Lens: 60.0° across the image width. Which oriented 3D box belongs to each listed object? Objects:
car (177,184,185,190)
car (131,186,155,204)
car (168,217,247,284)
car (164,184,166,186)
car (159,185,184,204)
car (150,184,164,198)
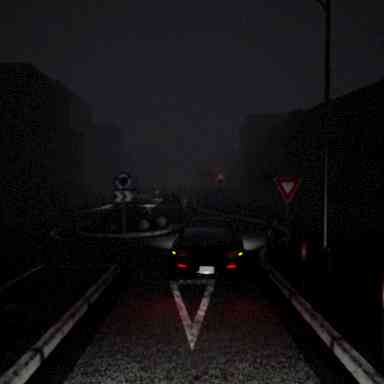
[{"bbox_3d":[-2.447,-1.093,71.519,1.895,1.301,4.718,0,2,0],"label":"car"},{"bbox_3d":[-5.438,0.444,36.374,1.812,1.442,4.674,0,4,-1],"label":"car"},{"bbox_3d":[0.466,1.405,9.209,1.812,1.442,4.674,0,1,4],"label":"car"},{"bbox_3d":[-5.426,-0.689,59.549,2.128,1.511,4.902,0,3,0],"label":"car"},{"bbox_3d":[-2.170,0.421,36.449,1.882,1.535,5.008,0,3,-1],"label":"car"},{"bbox_3d":[-5.443,-0.131,46.231,2.097,1.767,4.553,0,3,0],"label":"car"}]
